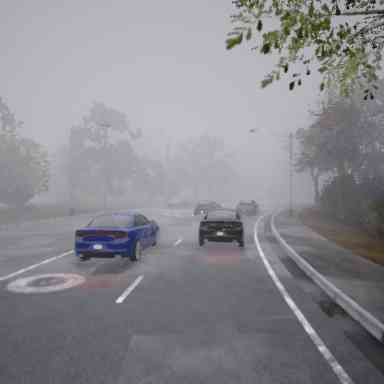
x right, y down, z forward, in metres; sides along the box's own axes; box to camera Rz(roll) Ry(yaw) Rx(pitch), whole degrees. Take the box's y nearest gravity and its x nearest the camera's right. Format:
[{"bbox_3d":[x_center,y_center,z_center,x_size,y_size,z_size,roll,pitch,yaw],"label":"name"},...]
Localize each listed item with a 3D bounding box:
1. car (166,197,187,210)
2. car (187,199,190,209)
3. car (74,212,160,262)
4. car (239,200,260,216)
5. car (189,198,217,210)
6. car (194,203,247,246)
[{"bbox_3d":[-1.769,1.468,44.054,1.882,1.535,5.008,0,0,22],"label":"car"},{"bbox_3d":[1.465,1.535,42.723,1.812,1.442,4.674,0,0,22],"label":"car"},{"bbox_3d":[-2.517,1.472,12.280,1.882,1.535,5.008,0,0,6],"label":"car"},{"bbox_3d":[5.610,1.527,33.087,2.128,1.511,4.902,0,0,18],"label":"car"},{"bbox_3d":[1.572,1.519,31.878,1.837,1.490,4.892,0,0,16],"label":"car"},{"bbox_3d":[1.459,1.489,15.526,1.882,1.535,5.008,0,0,8],"label":"car"}]
